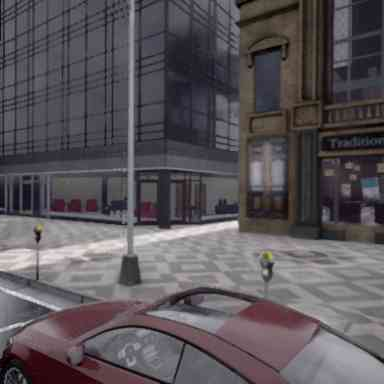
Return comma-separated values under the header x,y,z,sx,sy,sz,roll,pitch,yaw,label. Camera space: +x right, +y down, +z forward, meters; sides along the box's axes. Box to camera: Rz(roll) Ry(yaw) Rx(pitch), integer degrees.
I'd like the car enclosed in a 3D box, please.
x,y,z,sx,sy,sz,roll,pitch,yaw,label
-0.057,1.572,3.001,4.206,1.307,1.802,0,0,36,car
